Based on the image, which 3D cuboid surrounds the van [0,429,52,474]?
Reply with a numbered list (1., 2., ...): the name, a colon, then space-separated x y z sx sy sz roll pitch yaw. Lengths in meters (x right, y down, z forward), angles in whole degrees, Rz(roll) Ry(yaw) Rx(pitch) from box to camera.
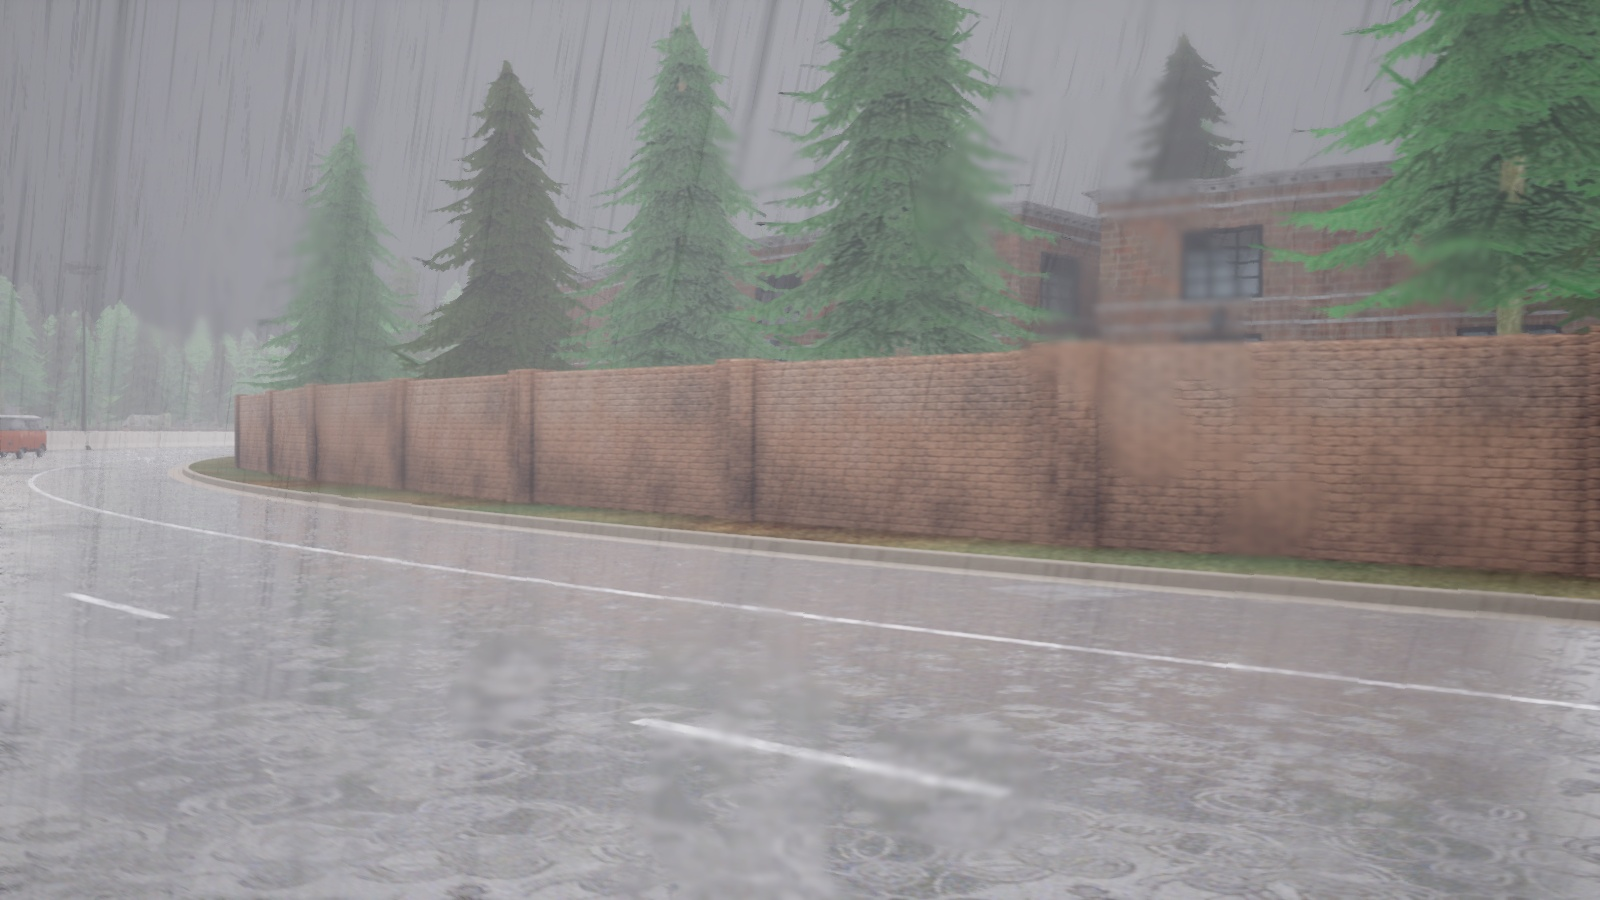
1. van: -35.733 0.043 57.013 1.775 1.987 4.442 -1 1 -14
